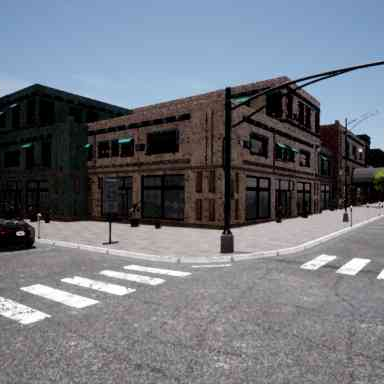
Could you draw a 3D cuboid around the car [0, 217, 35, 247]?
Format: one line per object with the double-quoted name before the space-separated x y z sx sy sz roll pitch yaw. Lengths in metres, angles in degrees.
"car" -8.853 1.800 15.259 4.313 1.339 1.947 -1 -1 38
